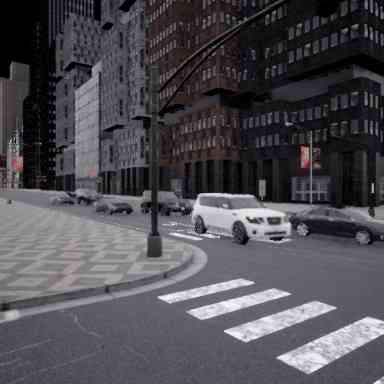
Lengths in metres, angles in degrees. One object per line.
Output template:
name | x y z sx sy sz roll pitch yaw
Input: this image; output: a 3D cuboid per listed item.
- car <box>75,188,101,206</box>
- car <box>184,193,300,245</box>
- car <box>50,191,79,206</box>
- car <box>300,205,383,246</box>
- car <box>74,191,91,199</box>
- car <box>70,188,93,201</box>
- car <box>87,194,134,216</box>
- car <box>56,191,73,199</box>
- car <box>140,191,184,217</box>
car | -13.123 0.641 42.761 2.150 2.045 5.566 0 1 -36
car | 1.998 1.090 15.397 2.150 2.045 5.566 0 0 -28
car | -16.170 0.959 41.432 2.033 1.411 5.357 0 1 -36
car | 6.789 1.410 15.177 1.837 1.490 4.892 0 0 -36
car | -21.928 0.561 66.374 1.812 1.442 4.674 0 1 -36
car | -18.784 0.416 56.475 2.150 2.045 5.566 0 1 -36
car | -6.906 1.189 28.586 2.033 1.411 5.357 0 1 -36
car | -24.997 0.530 65.071 1.837 1.490 4.892 0 1 -36
car | -2.315 0.907 27.778 2.150 2.045 5.566 0 1 -36
